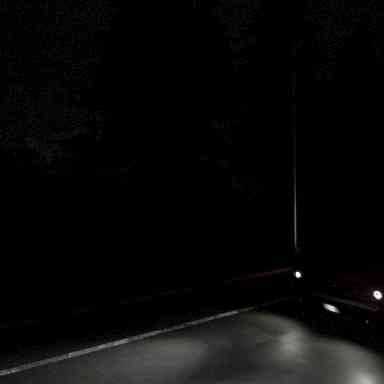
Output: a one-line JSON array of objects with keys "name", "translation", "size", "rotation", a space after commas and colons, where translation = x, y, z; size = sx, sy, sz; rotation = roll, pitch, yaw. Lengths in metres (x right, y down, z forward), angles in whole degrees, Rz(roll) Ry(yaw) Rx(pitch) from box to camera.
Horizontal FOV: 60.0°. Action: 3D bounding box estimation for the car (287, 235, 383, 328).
[{"name": "car", "translation": [4.129, 1.600, 6.697], "size": [4.718, 1.301, 1.895], "rotation": [0, 0, -33]}]
